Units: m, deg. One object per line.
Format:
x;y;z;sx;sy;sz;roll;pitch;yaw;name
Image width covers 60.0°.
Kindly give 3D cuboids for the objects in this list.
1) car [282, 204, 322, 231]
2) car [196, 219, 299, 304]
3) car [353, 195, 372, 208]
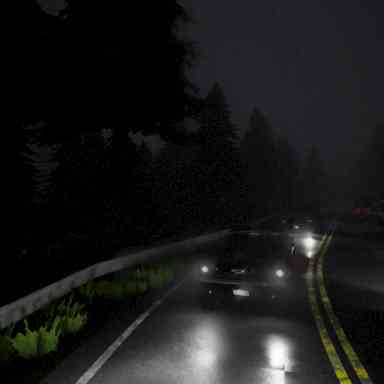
6.710;1.460;20.061;2.033;1.411;5.357;-2;0;26;car
1.608;1.599;8.429;1.895;1.301;4.718;-1;0;18;car
20.701;1.057;40.215;2.128;1.511;4.902;-2;0;28;car
